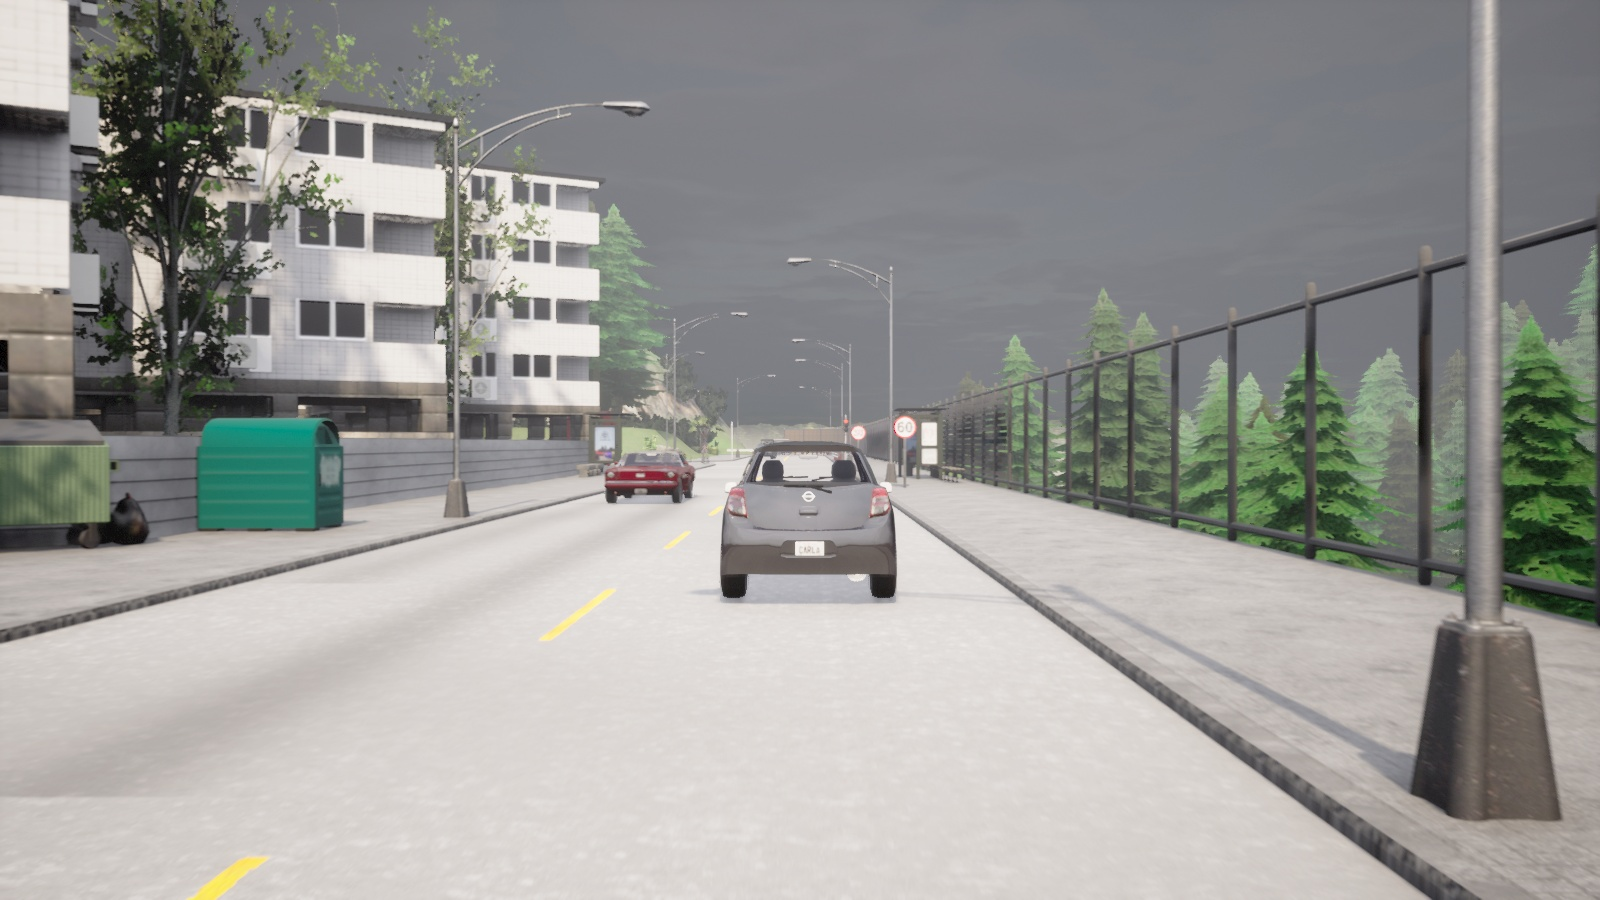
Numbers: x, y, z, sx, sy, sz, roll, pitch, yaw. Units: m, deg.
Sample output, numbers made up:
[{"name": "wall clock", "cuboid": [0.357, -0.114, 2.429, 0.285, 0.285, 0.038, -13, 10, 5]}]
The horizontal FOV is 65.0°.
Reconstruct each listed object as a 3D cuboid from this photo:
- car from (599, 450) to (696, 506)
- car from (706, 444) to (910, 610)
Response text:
[{"name": "car", "cuboid": [-3.811, 0.663, 32.168, 1.895, 1.301, 4.718, 0, 0, 0]}, {"name": "car", "cuboid": [0.086, 0.686, 13.191, 1.845, 1.501, 3.633, 0, 0, 0]}]
